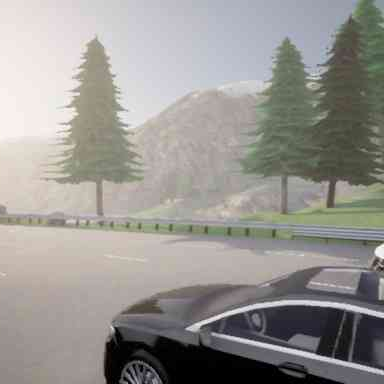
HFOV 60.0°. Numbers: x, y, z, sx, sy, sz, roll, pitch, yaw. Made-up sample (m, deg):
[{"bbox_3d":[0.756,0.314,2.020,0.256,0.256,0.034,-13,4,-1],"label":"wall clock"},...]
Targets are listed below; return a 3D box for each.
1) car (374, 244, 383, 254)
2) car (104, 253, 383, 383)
[{"bbox_3d":[5.411,1.167,4.400,5.566,2.045,2.150,-1,0,36],"label":"car"},{"bbox_3d":[1.251,1.487,3.028,4.902,1.511,2.128,-1,0,35],"label":"car"}]
